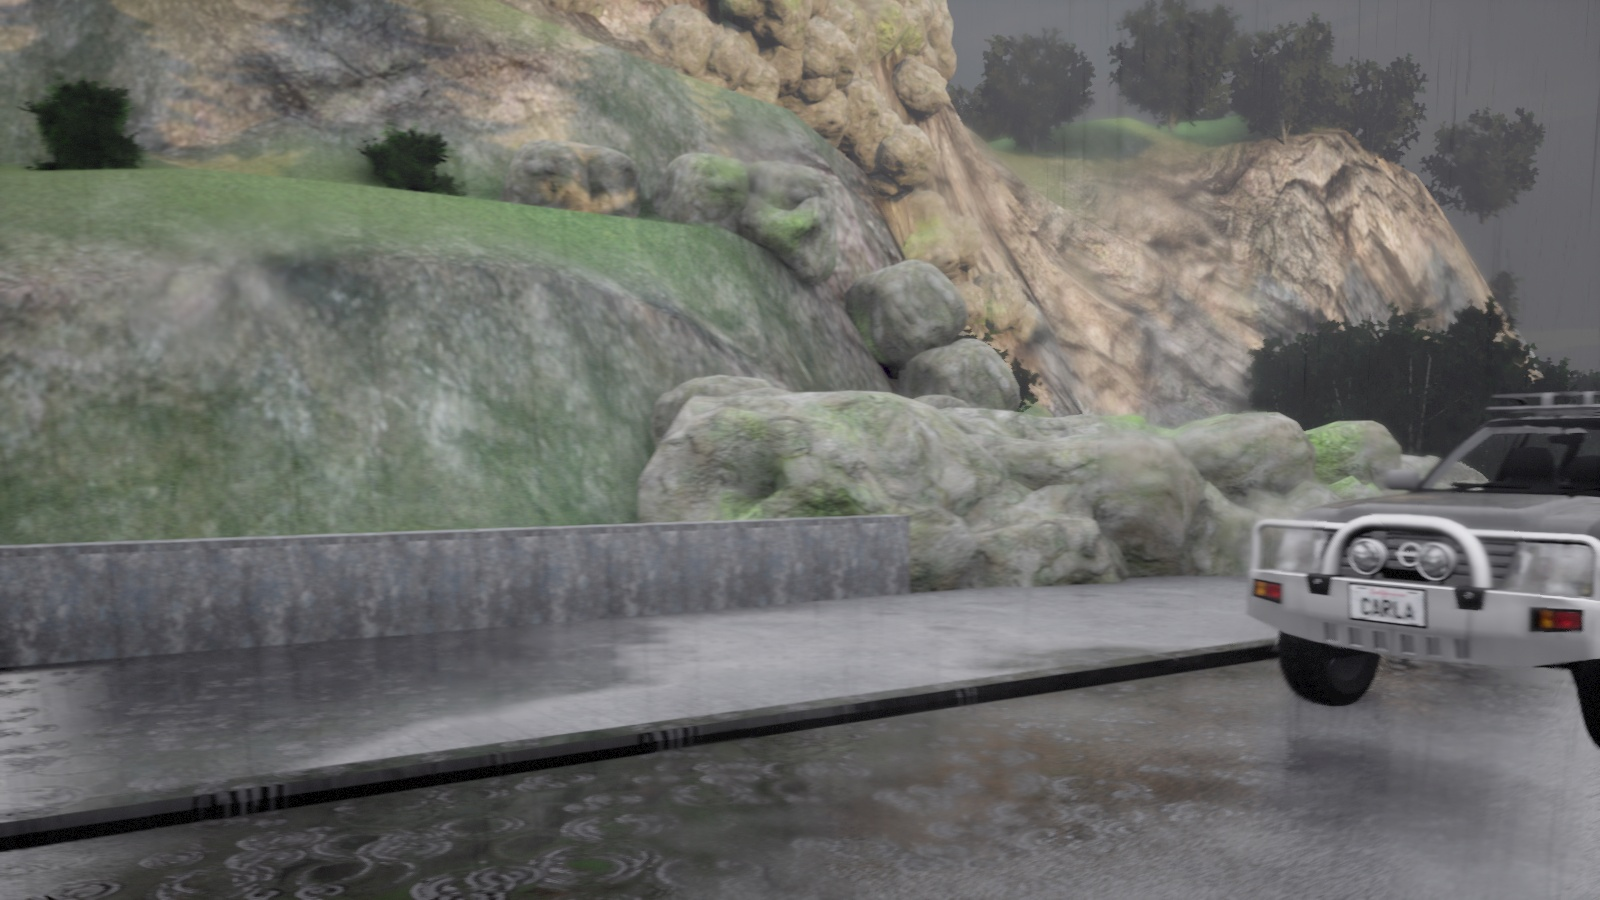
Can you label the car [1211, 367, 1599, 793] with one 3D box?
[{"bbox_3d":[4.754,0.570,7.577,4.605,1.855,1.932,0,0,-35],"label":"car"}]
